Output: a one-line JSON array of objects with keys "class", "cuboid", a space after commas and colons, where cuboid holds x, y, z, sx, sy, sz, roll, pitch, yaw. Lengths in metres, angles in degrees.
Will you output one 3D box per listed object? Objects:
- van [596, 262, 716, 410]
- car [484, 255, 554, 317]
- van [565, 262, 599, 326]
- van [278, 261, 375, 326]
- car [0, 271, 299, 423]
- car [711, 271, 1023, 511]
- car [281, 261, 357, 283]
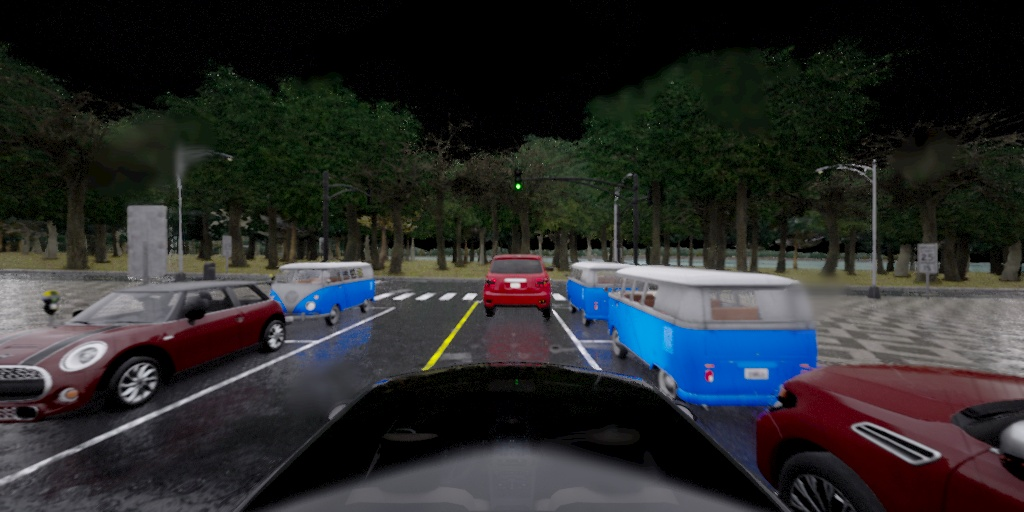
[{"class": "van", "cuboid": [2.761, 1.089, 5.901, 1.690, 1.789, 3.998, 0, 0, 0]}, {"class": "car", "cuboid": [0.361, 0.967, 13.352, 2.150, 2.045, 5.566, 0, 0, 6]}, {"class": "van", "cuboid": [2.758, 1.087, 11.339, 1.690, 1.789, 3.998, 0, 0, 0]}, {"class": "van", "cuboid": [-5.767, 1.087, 11.334, 1.690, 1.789, 3.998, 0, 0, 0]}, {"class": "car", "cuboid": [-5.764, 1.188, 5.896, 1.967, 1.591, 4.097, 0, 0, 0]}, {"class": "car", "cuboid": [2.764, 1.065, 0.464, 2.192, 1.841, 5.009, 0, 0, 0]}, {"class": "car", "cuboid": [-13.420, 1.067, 25.111, 4.181, 1.385, 1.994, 1, 0, 1]}]
